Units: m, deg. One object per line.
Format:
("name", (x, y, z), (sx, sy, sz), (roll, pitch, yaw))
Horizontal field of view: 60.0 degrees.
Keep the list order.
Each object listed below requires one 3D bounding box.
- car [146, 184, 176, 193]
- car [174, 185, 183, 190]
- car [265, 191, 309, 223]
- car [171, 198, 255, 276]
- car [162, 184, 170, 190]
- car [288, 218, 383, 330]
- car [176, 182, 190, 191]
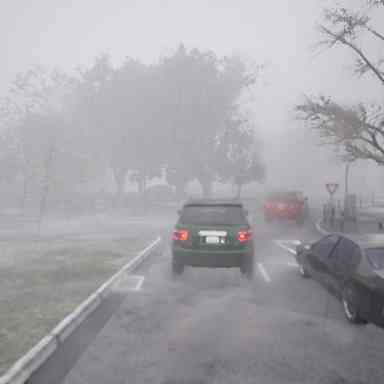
("car", (-5.828, -0.609, 58.924), (4.553, 1.767, 2.097), (1, 3, 12))
("car", (-3.326, -1.143, 83.446), (2.033, 1.411, 5.357), (0, 1, -5))
("car", (6.318, 0.914, 21.901), (2.150, 2.045, 5.566), (1, 3, 25))
("car", (0.663, 1.201, 10.576), (2.150, 2.045, 5.566), (0, 1, 4))
("car", (-6.580, -1.191, 83.321), (1.882, 1.535, 5.008), (0, 1, -5))
("car", (3.698, 1.569, 7.074), (2.033, 1.411, 5.357), (0, 0, 3))
("car", (-1.791, -1.265, 73.074), (2.150, 2.045, 5.566), (0, 1, -10))
